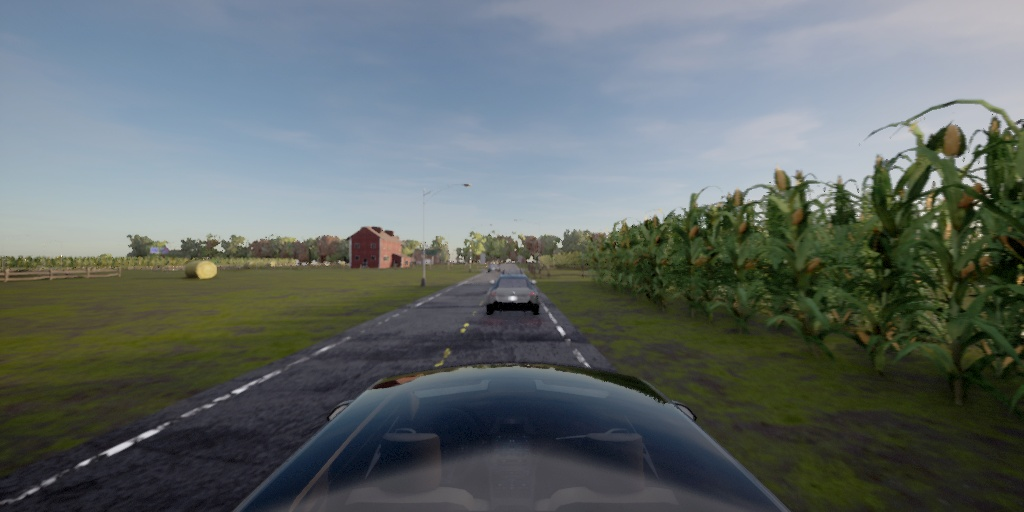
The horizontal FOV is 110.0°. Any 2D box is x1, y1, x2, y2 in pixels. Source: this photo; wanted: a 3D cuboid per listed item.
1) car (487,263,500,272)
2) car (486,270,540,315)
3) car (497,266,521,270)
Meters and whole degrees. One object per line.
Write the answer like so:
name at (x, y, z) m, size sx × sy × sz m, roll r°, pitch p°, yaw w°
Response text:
car at (-2.809, 1.829, 56.057) m, size 2.128 × 1.511 × 4.902 m, roll 0°, pitch -1°, yaw 0°
car at (0.045, 1.449, 14.400) m, size 1.994 × 1.385 × 4.181 m, roll 0°, pitch 0°, yaw 1°
car at (0.031, 1.637, 28.606) m, size 1.895 × 1.301 × 4.718 m, roll 0°, pitch -1°, yaw 1°
